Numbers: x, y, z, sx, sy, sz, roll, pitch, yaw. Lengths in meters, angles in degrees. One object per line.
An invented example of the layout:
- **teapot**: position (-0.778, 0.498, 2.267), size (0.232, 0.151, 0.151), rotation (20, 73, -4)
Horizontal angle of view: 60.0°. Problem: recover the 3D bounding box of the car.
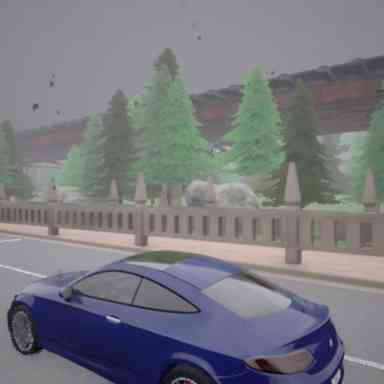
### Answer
- **car**: position (-0.552, 1.528, 4.396), size (4.674, 1.442, 1.812), rotation (0, 0, 36)
